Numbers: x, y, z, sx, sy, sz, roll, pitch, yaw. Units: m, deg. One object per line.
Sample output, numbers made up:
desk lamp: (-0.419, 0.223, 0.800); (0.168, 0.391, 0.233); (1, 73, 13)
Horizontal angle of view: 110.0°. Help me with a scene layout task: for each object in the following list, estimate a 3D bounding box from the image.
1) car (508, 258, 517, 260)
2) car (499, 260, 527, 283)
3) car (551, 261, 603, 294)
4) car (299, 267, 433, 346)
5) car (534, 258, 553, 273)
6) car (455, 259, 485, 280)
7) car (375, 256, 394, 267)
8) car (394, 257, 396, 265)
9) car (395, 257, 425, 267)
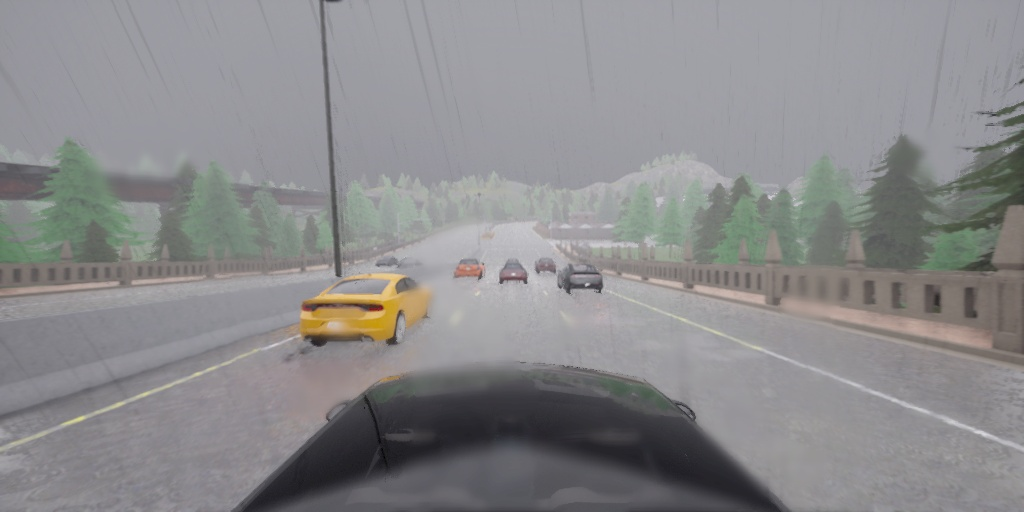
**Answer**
car: (0.098, 1.001, 46.178); (1.994, 1.385, 4.181); (0, 2, 0)
car: (0.099, 1.216, 26.451); (1.994, 1.385, 4.181); (0, 0, 0)
car: (3.599, 1.170, 19.562); (2.128, 1.511, 4.902); (0, 0, 0)
car: (-3.400, 1.197, 9.383); (1.882, 1.535, 5.008); (0, 0, 0)
car: (3.598, 0.946, 39.570); (2.097, 1.767, 4.553); (0, 1, 0)
car: (-3.402, 0.992, 29.945); (2.097, 1.767, 4.553); (0, 0, 0)
car: (-17.512, 0.768, 50.645); (2.033, 1.411, 5.357); (0, 3, 0)
car: (-14.035, 0.888, 48.681); (1.994, 1.385, 4.181); (0, 3, 1)
car: (-10.559, 1.129, 38.401); (1.812, 1.442, 4.674); (0, 0, 0)
